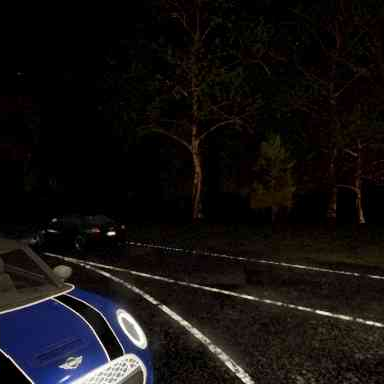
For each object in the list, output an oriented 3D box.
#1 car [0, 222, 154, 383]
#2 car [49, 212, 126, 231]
[{"bbox_3d":[-2.582,1.338,3.726,4.553,1.767,2.097,1,0,35],"label":"car"},{"bbox_3d":[-4.589,1.503,13.549,4.181,1.385,1.994,0,0,37],"label":"car"}]
